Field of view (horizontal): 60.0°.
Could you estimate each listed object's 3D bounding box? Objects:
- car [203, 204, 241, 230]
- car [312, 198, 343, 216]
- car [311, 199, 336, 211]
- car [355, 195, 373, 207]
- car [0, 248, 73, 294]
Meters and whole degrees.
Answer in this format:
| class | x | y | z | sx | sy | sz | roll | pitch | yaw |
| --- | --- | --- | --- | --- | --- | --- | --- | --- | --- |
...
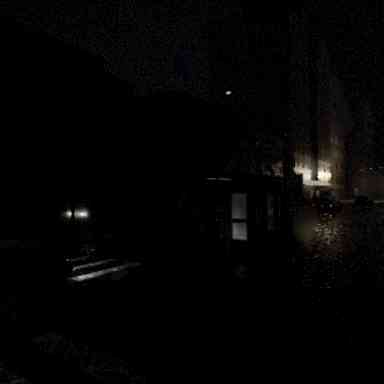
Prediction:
| class | x | y | z | sx | sy | sz | roll | pitch | yaw |
| --- | --- | --- | --- | --- | --- | --- | --- | --- | --- |
| car | 2.002 | 1.573 | 22.002 | 1.882 | 1.535 | 5.008 | -1 | -1 | 35 |
| car | 13.587 | 1.368 | 33.268 | 2.097 | 1.767 | 4.553 | -1 | -1 | 35 |
| car | 17.124 | 1.616 | 43.253 | 1.994 | 1.385 | 4.181 | -1 | -1 | 36 |
| car | 27.014 | 1.330 | 52.250 | 2.097 | 1.767 | 4.553 | -1 | -1 | 35 |
| car | -5.191 | 1.619 | 6.716 | 2.033 | 1.411 | 5.357 | -1 | -1 | 35 |
